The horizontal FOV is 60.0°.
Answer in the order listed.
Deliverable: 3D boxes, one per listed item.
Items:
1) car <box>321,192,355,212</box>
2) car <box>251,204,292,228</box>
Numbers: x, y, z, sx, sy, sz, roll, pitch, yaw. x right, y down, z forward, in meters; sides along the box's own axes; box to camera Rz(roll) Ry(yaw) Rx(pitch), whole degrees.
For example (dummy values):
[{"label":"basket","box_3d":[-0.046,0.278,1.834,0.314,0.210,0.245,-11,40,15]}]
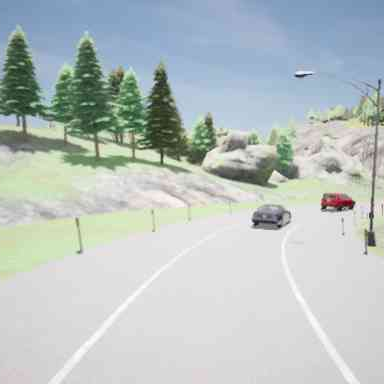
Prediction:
[{"label":"car","box_3d":[17.104,1.083,38.898,5.566,2.045,2.150,-1,5,-45]},{"label":"car","box_3d":[5.573,1.545,22.905,2.033,1.411,5.357,3,2,25]}]
